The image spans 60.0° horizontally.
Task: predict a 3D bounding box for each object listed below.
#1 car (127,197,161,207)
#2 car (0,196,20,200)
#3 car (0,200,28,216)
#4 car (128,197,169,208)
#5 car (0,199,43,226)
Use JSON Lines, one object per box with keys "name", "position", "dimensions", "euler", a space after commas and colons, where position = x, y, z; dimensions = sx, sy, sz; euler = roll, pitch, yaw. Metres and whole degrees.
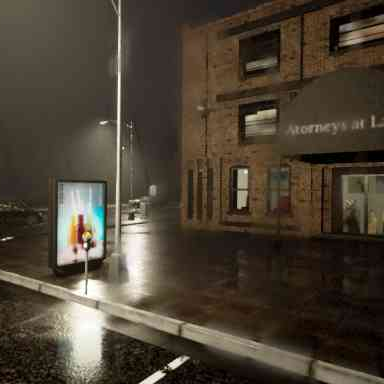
{"name": "car", "position": [-6.524, 1.332, 45.749], "dimensions": [1.895, 1.301, 4.718], "euler": [1, 1, 36]}
{"name": "car", "position": [-16.003, 1.247, 27.129], "dimensions": [2.097, 1.767, 4.553], "euler": [1, 1, 35]}
{"name": "car", "position": [-17.742, 1.446, 30.340], "dimensions": [1.895, 1.301, 4.718], "euler": [1, 1, 33]}
{"name": "car", "position": [-5.151, 1.330, 42.127], "dimensions": [2.033, 1.411, 5.357], "euler": [1, 1, 36]}
{"name": "car", "position": [-12.085, 1.484, 21.204], "dimensions": [2.128, 1.511, 4.902], "euler": [1, 1, 36]}
